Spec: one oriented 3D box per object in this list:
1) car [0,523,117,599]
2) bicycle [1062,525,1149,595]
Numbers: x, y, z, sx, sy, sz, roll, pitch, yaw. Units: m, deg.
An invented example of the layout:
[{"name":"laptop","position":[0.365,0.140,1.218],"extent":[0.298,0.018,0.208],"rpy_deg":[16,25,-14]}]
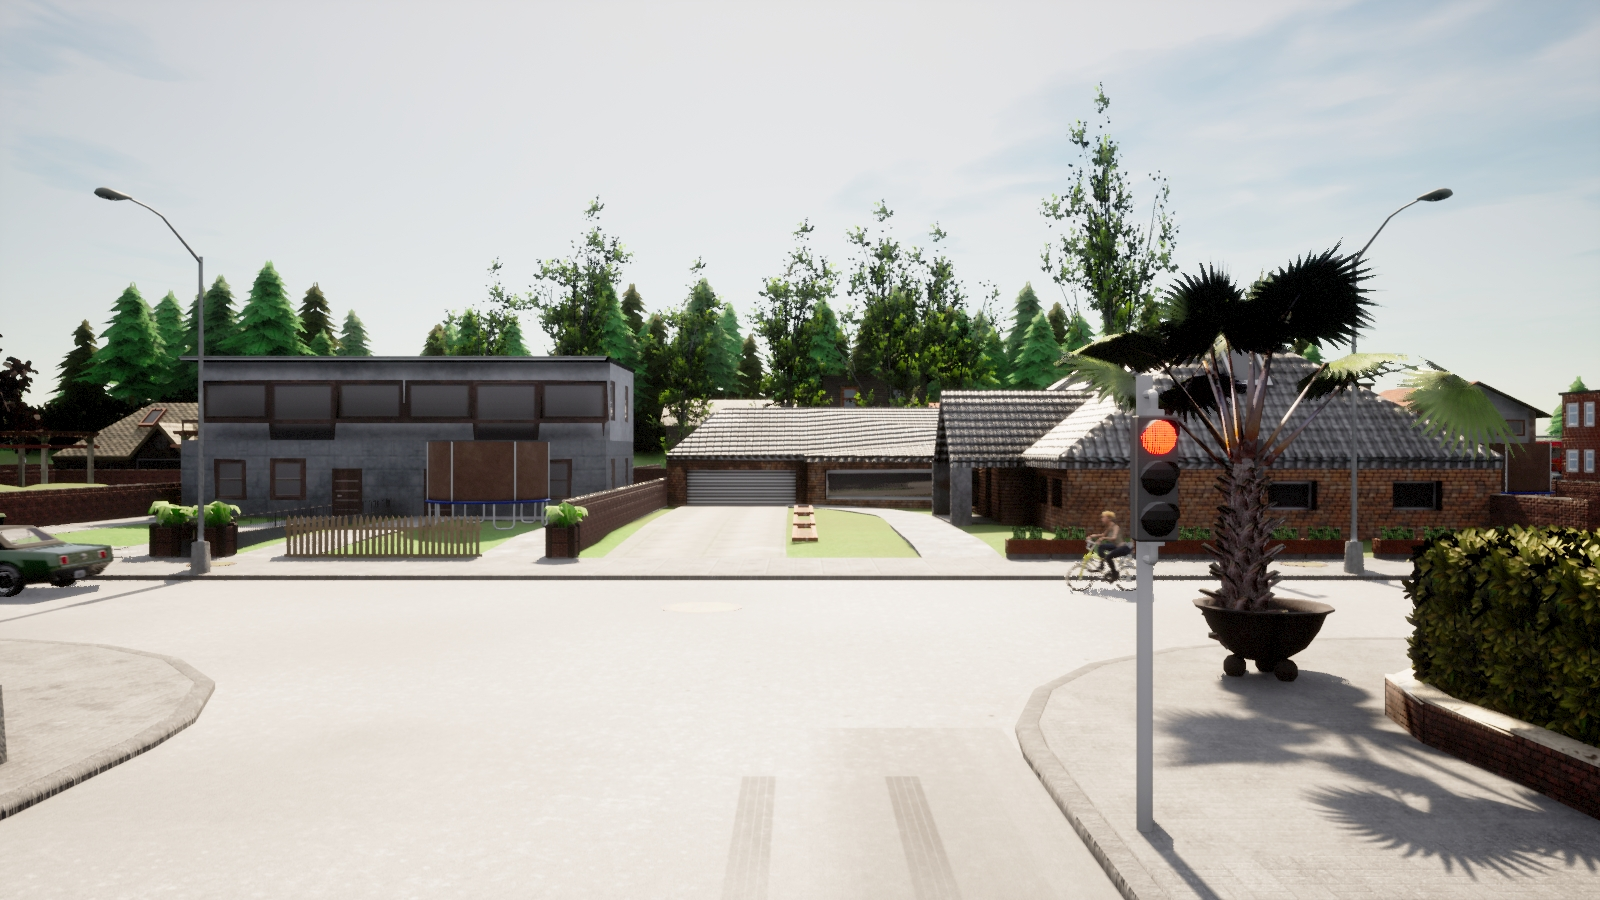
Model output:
[{"name":"car","position":[-16.344,2.146,22.441],"extent":[4.718,1.301,1.895],"rpy_deg":[0,0,0]},{"name":"bicycle","position":[5.980,2.149,22.444],"extent":[1.487,1.276,0.859],"rpy_deg":[0,0,0]}]
